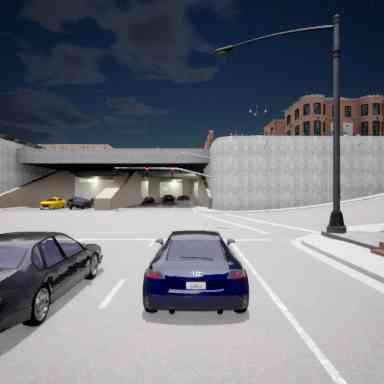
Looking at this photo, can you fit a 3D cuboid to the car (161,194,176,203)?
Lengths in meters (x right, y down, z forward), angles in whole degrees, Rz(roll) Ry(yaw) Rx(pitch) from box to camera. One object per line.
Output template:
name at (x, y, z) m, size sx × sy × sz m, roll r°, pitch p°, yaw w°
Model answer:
car at (-4.705, 1.352, 68.755) m, size 2.097 × 1.767 × 4.553 m, roll 0°, pitch 0°, yaw -1°

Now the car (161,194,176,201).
car at (-5.951, 1.355, 84.943) m, size 2.097 × 1.767 × 4.553 m, roll 0°, pitch 0°, yaw 24°

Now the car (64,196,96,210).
car at (-14.809, 1.547, 44.306) m, size 2.033 × 1.411 × 5.357 m, roll 0°, pitch 0°, yaw -1°

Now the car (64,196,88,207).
car at (-18.531, 1.491, 53.369) m, size 2.128 × 1.511 × 4.902 m, roll 0°, pitch 0°, yaw -1°

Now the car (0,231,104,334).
car at (-3.426, 1.547, 6.977) m, size 2.033 × 1.411 × 5.357 m, roll 0°, pitch 0°, yaw 0°

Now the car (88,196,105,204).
car at (-18.763, 1.491, 65.621) m, size 2.128 × 1.511 × 4.902 m, roll 0°, pitch 0°, yaw -1°

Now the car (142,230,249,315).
car at (0.075, 1.564, 7.676) m, size 1.994 × 1.385 × 4.181 m, roll 0°, pitch 0°, yaw 0°

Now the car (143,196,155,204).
car at (-8.083, 1.547, 62.881) m, size 2.033 × 1.411 × 5.357 m, roll 0°, pitch 0°, yaw -1°

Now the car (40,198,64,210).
car at (-18.297, 1.477, 43.904) m, size 1.882 × 1.535 × 5.008 m, roll 0°, pitch 0°, yaw -1°

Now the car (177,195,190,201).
car at (-2.145, 1.524, 84.982) m, size 1.812 × 1.442 × 4.674 m, roll 0°, pitch 0°, yaw 28°

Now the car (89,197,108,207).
car at (-15.039, 1.525, 53.757) m, size 1.812 × 1.442 × 4.674 m, roll 0°, pitch 0°, yaw -1°
